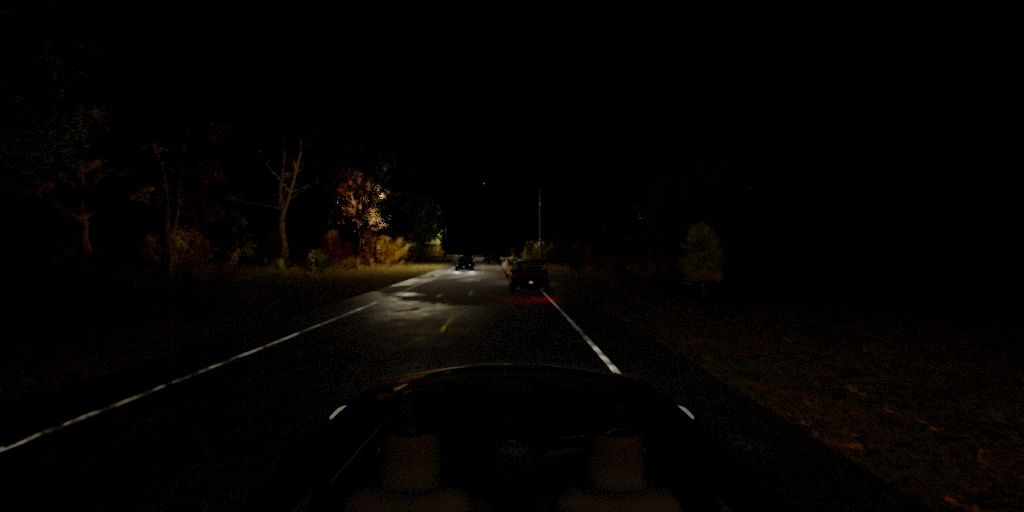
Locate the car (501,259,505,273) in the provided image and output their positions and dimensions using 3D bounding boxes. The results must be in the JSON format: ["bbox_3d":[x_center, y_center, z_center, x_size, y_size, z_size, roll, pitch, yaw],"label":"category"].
[{"bbox_3d":[0.340,0.821,28.855,1.801,1.575,5.366,0,1,-3],"label":"car"}]

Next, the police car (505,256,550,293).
[{"bbox_3d":[0.779,0.935,18.729,1.930,1.638,5.238,0,1,-2],"label":"police car"}]

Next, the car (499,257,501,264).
[{"bbox_3d":[-0.008,0.805,34.689,1.812,1.442,4.674,0,1,-4],"label":"car"}]

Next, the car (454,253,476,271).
[{"bbox_3d":[-4.864,0.762,37.428,1.837,1.490,4.892,0,1,-4],"label":"car"}]

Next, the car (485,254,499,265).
[{"bbox_3d":[-2.735,0.507,54.692,1.837,1.490,4.892,0,1,-6],"label":"car"}]
